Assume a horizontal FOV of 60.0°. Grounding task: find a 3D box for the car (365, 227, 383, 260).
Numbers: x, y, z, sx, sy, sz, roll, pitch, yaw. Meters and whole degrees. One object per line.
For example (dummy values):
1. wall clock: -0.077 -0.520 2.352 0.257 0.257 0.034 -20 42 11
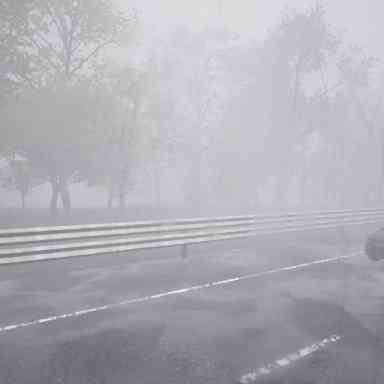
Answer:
1. car: 7.719 1.579 11.260 4.181 1.385 1.994 0 0 -35
